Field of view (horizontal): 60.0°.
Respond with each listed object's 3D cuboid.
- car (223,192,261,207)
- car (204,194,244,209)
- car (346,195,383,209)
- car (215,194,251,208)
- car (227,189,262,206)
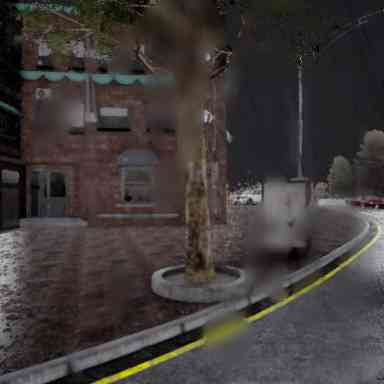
[{"bbox_3d":[6.472,0.965,42.582,4.553,1.767,2.185,1,-4,-38],"label":"car"},{"bbox_3d":[4.724,1.427,48.384,5.566,2.045,2.435,2,-7,-37],"label":"car"},{"bbox_3d":[17.432,1.000,33.523,1.895,1.301,4.718,0,1,0],"label":"car"},{"bbox_3d":[5.628,1.238,45.474,4.553,1.767,2.185,2,-6,-37],"label":"car"},{"bbox_3d":[7.396,0.655,39.794,5.566,2.045,2.435,0,-1,-37],"label":"car"}]
